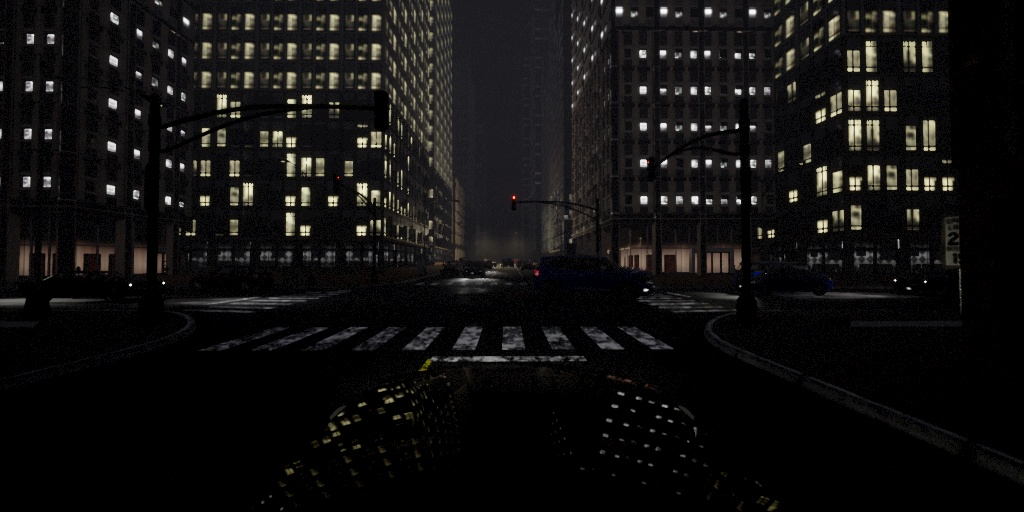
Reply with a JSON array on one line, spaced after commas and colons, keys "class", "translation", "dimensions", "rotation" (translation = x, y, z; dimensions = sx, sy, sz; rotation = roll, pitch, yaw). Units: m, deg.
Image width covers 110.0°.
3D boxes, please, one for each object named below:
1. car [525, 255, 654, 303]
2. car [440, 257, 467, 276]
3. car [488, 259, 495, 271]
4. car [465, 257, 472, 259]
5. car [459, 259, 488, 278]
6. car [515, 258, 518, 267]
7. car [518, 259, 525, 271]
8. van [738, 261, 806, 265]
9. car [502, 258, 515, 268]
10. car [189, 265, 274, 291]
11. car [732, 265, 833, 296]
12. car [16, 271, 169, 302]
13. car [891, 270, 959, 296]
[{"class": "car", "translation": [3.723, 0.976, 16.900], "dimensions": [5.566, 2.045, 2.150], "rotation": [0, 1, 26]}, {"class": "car", "translation": [-6.171, 1.203, 37.036], "dimensions": [1.967, 1.591, 4.097], "rotation": [0, 0, -1]}, {"class": "car", "translation": [-3.760, 1.369, 50.467], "dimensions": [1.895, 1.301, 4.718], "rotation": [0, 0, -1]}, {"class": "car", "translation": [-6.324, 1.082, 48.186], "dimensions": [2.192, 1.841, 5.009], "rotation": [0, 0, -1]}, {"class": "car", "translation": [-3.540, 1.266, 34.046], "dimensions": [1.837, 1.490, 4.892], "rotation": [0, 0, -1]}, {"class": "car", "translation": [1.901, 1.298, 59.687], "dimensions": [1.751, 1.417, 4.829], "rotation": [0, 0, -1]}, {"class": "car", "translation": [2.055, 1.350, 48.362], "dimensions": [1.802, 1.307, 4.207], "rotation": [0, 0, -1]}, {"class": "van", "translation": [15.710, 1.210, 21.824], "dimensions": [3.998, 1.789, 1.690], "rotation": [0, 0, -1]}, {"class": "car", "translation": [-0.745, 1.126, 63.985], "dimensions": [2.097, 1.767, 4.553], "rotation": [0, 0, -1]}, {"class": "car", "translation": [-16.761, 1.255, 21.453], "dimensions": [4.097, 1.591, 1.967], "rotation": [0, 0, -1]}, {"class": "car", "translation": [14.519, 1.342, 19.228], "dimensions": [4.674, 1.442, 1.812], "rotation": [0, -1, -2]}, {"class": "car", "translation": [-18.068, 1.300, 15.661], "dimensions": [4.718, 1.301, 1.895], "rotation": [0, -1, -1]}, {"class": "car", "translation": [23.562, 1.435, 19.334], "dimensions": [4.718, 1.301, 1.895], "rotation": [0, -1, -1]}]
